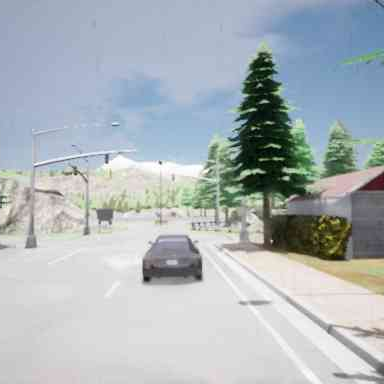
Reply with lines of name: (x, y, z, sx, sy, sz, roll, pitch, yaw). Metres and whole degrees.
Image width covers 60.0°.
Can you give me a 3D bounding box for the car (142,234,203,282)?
car: (-0.675, 2.219, 12.110, 1.994, 1.385, 4.181, -1, -3, -2)
